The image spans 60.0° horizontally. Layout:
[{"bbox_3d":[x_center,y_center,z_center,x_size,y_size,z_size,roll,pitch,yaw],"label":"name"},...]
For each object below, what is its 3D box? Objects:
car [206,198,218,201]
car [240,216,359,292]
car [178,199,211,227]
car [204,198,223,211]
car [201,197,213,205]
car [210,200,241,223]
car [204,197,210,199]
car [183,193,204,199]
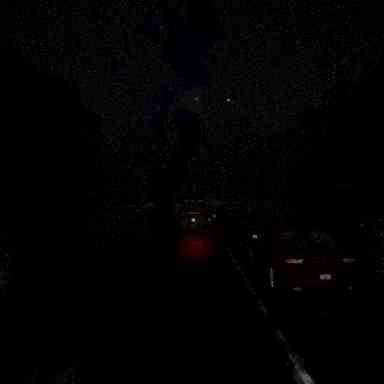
[{"bbox_3d":[2.612,1.525,30.391,2.008,1.369,4.403,-1,0,0],"label":"car"},{"bbox_3d":[2.622,1.533,8.765,1.887,1.381,4.507,-1,0,0],"label":"car"},{"bbox_3d":[0.087,1.480,22.761,1.837,1.490,4.892,0,0,0],"label":"car"},{"bbox_3d":[2.607,1.527,41.204,2.008,1.369,4.403,-1,0,0],"label":"car"},{"bbox_3d":[2.599,1.532,57.423,1.887,1.381,4.507,-1,0,0],"label":"car"},{"bbox_3d":[2.615,1.541,24.985,1.947,1.339,4.313,-1,0,0],"label":"car"},{"bbox_3d":[2.609,1.519,35.797,1.887,1.381,4.507,-1,0,0],"label":"car"},{"bbox_3d":[0.088,1.194,38.907,2.150,2.045,5.566,0,0,0],"label":"car"}]
